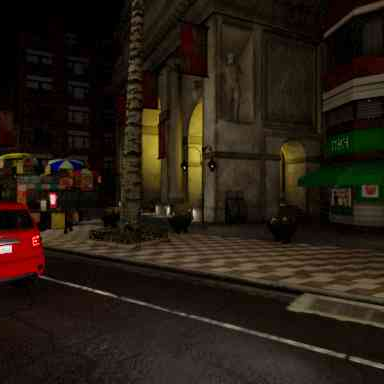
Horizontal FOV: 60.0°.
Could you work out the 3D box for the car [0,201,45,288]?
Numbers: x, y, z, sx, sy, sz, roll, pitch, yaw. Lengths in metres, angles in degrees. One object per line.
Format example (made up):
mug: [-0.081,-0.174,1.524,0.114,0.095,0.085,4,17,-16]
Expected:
car: [-5.856,1.221,8.059,5.566,2.045,2.150,0,0,36]
